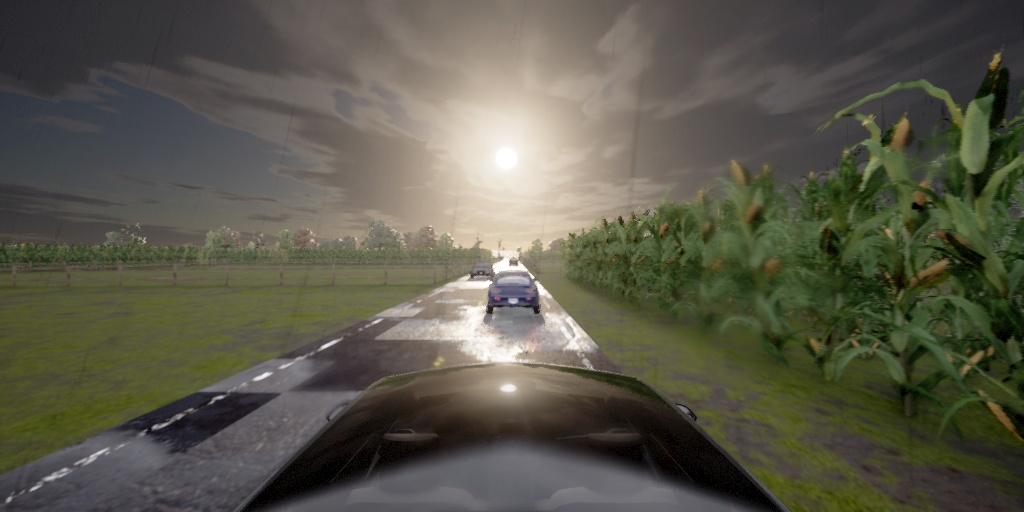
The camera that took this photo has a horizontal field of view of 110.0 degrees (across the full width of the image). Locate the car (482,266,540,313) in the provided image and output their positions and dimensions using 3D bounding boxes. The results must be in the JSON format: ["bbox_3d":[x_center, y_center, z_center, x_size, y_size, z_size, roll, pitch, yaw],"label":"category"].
[{"bbox_3d":[0.051,1.267,13.806,1.812,1.442,4.674,0,0,0],"label":"car"}]

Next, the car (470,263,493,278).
[{"bbox_3d":[-2.615,1.281,32.574,1.994,1.385,4.181,0,0,1],"label":"car"}]
